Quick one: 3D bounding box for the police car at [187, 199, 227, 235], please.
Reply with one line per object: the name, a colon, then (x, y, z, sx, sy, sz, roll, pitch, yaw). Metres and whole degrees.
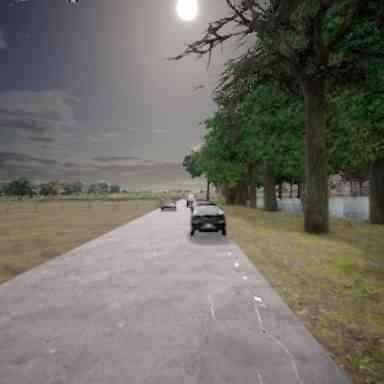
police car: (0.820, 1.429, 18.771, 1.930, 1.638, 5.238, 0, 0, 0)

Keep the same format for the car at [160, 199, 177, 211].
car: (-2.854, 1.617, 41.330, 2.033, 1.411, 5.357, 0, 0, 0)

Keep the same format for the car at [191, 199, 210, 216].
car: (0.817, 1.551, 34.662, 1.837, 1.490, 4.892, 0, 0, 0)

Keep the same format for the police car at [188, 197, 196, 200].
police car: (0.818, 1.452, 28.772, 1.930, 1.638, 5.238, 0, 0, 0)

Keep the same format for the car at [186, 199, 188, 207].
car: (-0.012, 1.616, 54.756, 1.882, 1.535, 5.008, 0, 0, 0)
